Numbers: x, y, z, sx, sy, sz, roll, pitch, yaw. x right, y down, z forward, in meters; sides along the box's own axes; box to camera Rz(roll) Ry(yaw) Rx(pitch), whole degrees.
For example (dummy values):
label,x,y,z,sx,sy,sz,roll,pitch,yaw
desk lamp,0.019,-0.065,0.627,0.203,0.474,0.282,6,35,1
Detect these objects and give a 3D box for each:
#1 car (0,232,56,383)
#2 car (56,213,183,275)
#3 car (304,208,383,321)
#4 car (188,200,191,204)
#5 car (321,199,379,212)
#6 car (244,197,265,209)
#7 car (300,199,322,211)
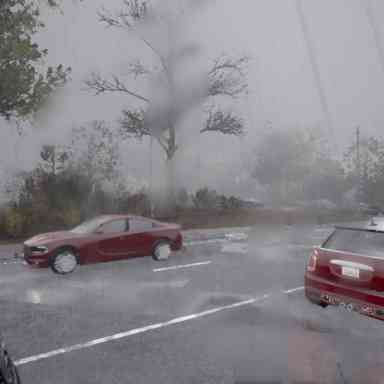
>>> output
label,x,y,z,sx,sy,sz,roll,pitch,yaw
car,-3.659,1.219,1.104,5.566,2.045,2.150,0,0,-35
car,-2.644,1.477,10.676,5.008,1.535,1.882,0,0,-35
car,4.396,1.352,6.747,4.553,1.767,2.097,0,0,-34
car,-1.559,1.827,66.653,1.895,1.301,4.718,0,-1,-22
car,15.401,1.547,31.666,2.033,1.411,5.357,0,0,-26
car,8.008,1.513,45.704,1.882,1.535,5.008,0,0,-27
car,15.281,1.553,39.360,2.033,1.411,5.357,0,0,-29
